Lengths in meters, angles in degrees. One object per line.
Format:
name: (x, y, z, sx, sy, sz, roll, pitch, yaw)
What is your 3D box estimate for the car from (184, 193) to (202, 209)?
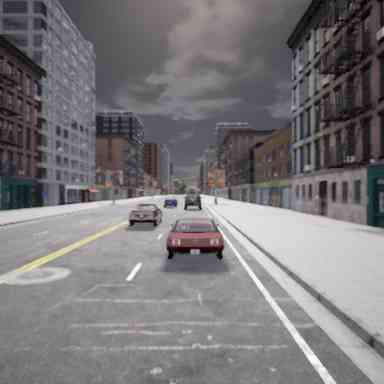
car: (0.129, 1.188, 44.532, 2.150, 2.045, 5.566, 0, 0, 0)

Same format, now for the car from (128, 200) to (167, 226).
car: (-3.135, 1.529, 23.195, 2.033, 1.411, 5.357, 0, 0, 0)

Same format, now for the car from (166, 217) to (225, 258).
car: (0.107, 1.590, 12.642, 1.895, 1.301, 4.718, 0, 0, 0)

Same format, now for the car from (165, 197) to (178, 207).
car: (-3.120, 1.442, 50.398, 1.882, 1.535, 5.008, 0, 0, 0)
